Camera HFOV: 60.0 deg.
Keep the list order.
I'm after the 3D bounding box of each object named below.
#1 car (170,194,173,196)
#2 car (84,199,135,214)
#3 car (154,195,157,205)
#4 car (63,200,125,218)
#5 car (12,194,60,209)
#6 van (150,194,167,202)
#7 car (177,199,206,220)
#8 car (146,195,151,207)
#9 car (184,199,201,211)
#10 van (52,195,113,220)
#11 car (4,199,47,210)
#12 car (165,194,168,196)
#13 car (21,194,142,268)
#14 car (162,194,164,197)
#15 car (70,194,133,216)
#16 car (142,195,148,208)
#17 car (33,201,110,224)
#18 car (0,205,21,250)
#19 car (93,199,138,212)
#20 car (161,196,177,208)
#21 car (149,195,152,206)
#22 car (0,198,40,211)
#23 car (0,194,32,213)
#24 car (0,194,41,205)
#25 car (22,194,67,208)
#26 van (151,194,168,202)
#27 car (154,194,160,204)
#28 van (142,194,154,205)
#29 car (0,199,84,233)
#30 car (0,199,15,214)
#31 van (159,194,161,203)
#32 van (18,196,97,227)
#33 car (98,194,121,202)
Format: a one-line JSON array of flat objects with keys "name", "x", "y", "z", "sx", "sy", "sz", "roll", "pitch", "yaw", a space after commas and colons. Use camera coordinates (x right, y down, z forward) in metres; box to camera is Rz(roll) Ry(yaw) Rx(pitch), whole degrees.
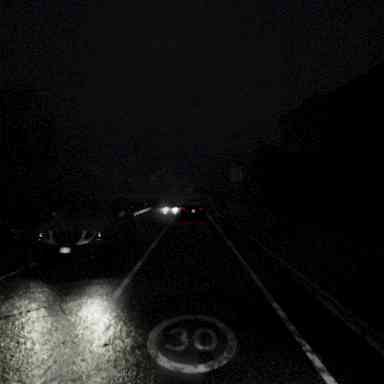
[{"name": "car", "x": -8.873, "y": 1.667, "z": 94.782, "sx": 5.566, "sy": 2.045, "sz": 2.435, "roll": 0, "pitch": 0, "yaw": 0}, {"name": "car", "x": -8.842, "y": 1.522, "z": 35.919, "sx": 4.892, "sy": 1.521, "sz": 2.231, "roll": 0, "pitch": 0, "yaw": 0}, {"name": "car", "x": -8.836, "y": 1.672, "z": 55.534, "sx": 4.792, "sy": 1.488, "sz": 2.163, "roll": 0, "pitch": 0, "yaw": 0}, {"name": "car", "x": -8.836, "y": 1.500, "z": 30.308, "sx": 5.008, "sy": 1.535, "sz": 2.097, "roll": 0, "pitch": 0, "yaw": 0}, {"name": "car", "x": -21.908, "y": 1.331, "z": 46.891, "sx": 5.566, "sy": 2.045, "sz": 2.435, "roll": 0, "pitch": 0, "yaw": 0}, {"name": "van", "x": -9.012, "y": 1.653, "z": 89.174, "sx": 4.442, "sy": 1.987, "sz": 1.878, "roll": 0, "pitch": 0, "yaw": 0}, {"name": "car", "x": 0.112, "y": 1.528, "z": 28.210, "sx": 2.163, "sy": 1.488, "sz": 4.792, "roll": 0, "pitch": 0, "yaw": 0}, {"name": "car", "x": -9.043, "y": 1.580, "z": 47.125, "sx": 5.366, "sy": 1.575, "sz": 1.946, "roll": 0, "pitch": 0, "yaw": 0}, {"name": "car", "x": 0.103, "y": 1.637, "z": 43.123, "sx": 2.033, "sy": 1.411, "sz": 5.357, "roll": 0, "pitch": 0, "yaw": 0}, {"name": "van", "x": -8.956, "y": 1.263, "z": 27.506, "sx": 4.442, "sy": 1.987, "sz": 1.878, "roll": 0, "pitch": 0, "yaw": 0}, {"name": "car", "x": -21.931, "y": 1.604, "z": 43.981, "sx": 4.674, "sy": 1.452, "sz": 2.002, "roll": 0, "pitch": 0, "yaw": 0}, {"name": "car", "x": -8.855, "y": 1.529, "z": 75.159, "sx": 5.566, "sy": 2.045, "sz": 2.435, "roll": 0, "pitch": 0, "yaw": 0}, {"name": "car", "x": -3.344, "y": 1.189, "z": 11.533, "sx": 2.150, "sy": 2.045, "sz": 5.566, "roll": 0, "pitch": 0, "yaw": 0}, {"name": "car", "x": -8.846, "y": 1.615, "z": 69.551, "sx": 4.553, "sy": 1.767, "sz": 2.185, "roll": 0, "pitch": 0, "yaw": 0}, {"name": "car", "x": -8.873, "y": 1.259, "z": 33.113, "sx": 5.566, "sy": 2.045, "sz": 2.435, "roll": 0, "pitch": 0, "yaw": 0}, {"name": "car", "x": -8.849, "y": 1.564, "z": 44.325, "sx": 5.008, "sy": 1.535, "sz": 2.097, "roll": 0, "pitch": 0, "yaw": 0}, {"name": "car", "x": -8.832, "y": 1.480, "z": 24.702, "sx": 4.892, "sy": 1.521, "sz": 2.231, "roll": 0, "pitch": 0, "yaw": 0}, {"name": "car", "x": -8.844, "y": 1.444, "z": 13.488, "sx": 4.892, "sy": 1.521, "sz": 2.231, "roll": 0, "pitch": 0, "yaw": 0}, {"name": "car", "x": -8.820, "y": 1.564, "z": 38.717, "sx": 4.792, "sy": 1.488, "sz": 2.163, "roll": 0, "pitch": 0, "yaw": 0}, {"name": "car", "x": -3.303, "y": 1.748, "z": 52.269, "sx": 1.895, "sy": 1.301, "sz": 4.718, "roll": 0, "pitch": 0, "yaw": 0}, {"name": "car", "x": -8.889, "y": 1.632, "z": 49.928, "sx": 4.792, "sy": 1.488, "sz": 2.163, "roll": 0, "pitch": 0, "yaw": 0}, {"name": "car", "x": -21.926, "y": 1.549, "z": 41.321, "sx": 5.008, "sy": 1.535, "sz": 2.097, "roll": 0, "pitch": 0, "yaw": 0}, {"name": "car", "x": -21.901, "y": 1.283, "z": 38.535, "sx": 5.566, "sy": 2.045, "sz": 2.435, "roll": 0, "pitch": 0, "yaw": 0}, {"name": "car", "x": -8.865, "y": 1.199, "z": 16.294, "sx": 5.566, "sy": 2.045, "sz": 2.435, "roll": 0, "pitch": 0, "yaw": 0}, {"name": "car", "x": -21.911, "y": 1.350, "z": 49.552, "sx": 5.566, "sy": 2.045, "sz": 2.435, "roll": 0, "pitch": 0, "yaw": 0}, {"name": "van", "x": -9.015, "y": 1.672, "z": 91.978, "sx": 4.442, "sy": 1.987, "sz": 1.878, "roll": 0, "pitch": 0, "yaw": 0}, {"name": "car", "x": -8.865, "y": 1.681, "z": 61.141, "sx": 5.008, "sy": 1.535, "sz": 2.097, "roll": 0, "pitch": 0, "yaw": 0}, {"name": "van", "x": -8.746, "y": 1.396, "z": 52.733, "sx": 4.442, "sy": 1.987, "sz": 1.878, "roll": 0, "pitch": 0, "yaw": 0}, {"name": "car", "x": -8.805, "y": 1.332, "z": 19.094, "sx": 4.553, "sy": 1.767, "sz": 2.185, "roll": 0, "pitch": 0, "yaw": 0}, {"name": "car", "x": -21.955, "y": 1.551, "z": 35.751, "sx": 4.792, "sy": 1.488, "sz": 2.163, "roll": 0, "pitch": 0, "yaw": 0}, {"name": "van", "x": -8.756, "y": 1.475, "z": 63.946, "sx": 4.442, "sy": 1.987, "sz": 1.878, "roll": 0, "pitch": 0, "yaw": 0}, {"name": "van", "x": -8.721, "y": 1.242, "z": 21.899, "sx": 4.442, "sy": 1.987, "sz": 1.878, "roll": 0, "pitch": 0, "yaw": 0}, {"name": "car", "x": -22.004, "y": 1.625, "z": 88.654, "sx": 5.566, "sy": 2.045, "sz": 2.435, "roll": 0, "pitch": 0, "yaw": 0}]
